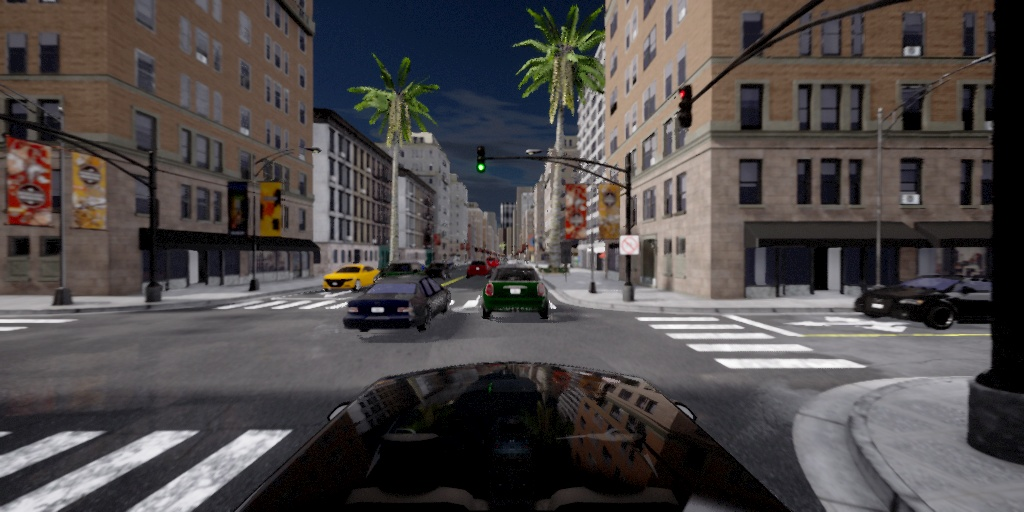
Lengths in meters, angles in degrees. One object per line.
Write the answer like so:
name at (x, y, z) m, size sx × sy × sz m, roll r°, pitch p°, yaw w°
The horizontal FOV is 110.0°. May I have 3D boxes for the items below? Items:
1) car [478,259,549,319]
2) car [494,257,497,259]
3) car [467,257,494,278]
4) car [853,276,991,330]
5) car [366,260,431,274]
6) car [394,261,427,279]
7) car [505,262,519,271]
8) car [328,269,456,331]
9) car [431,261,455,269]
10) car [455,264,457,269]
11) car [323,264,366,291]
car at (0.101, 1.108, 12.993) m, size 2.097 × 1.767 × 4.553 m, roll 0°, pitch 0°, yaw 0°
car at (-3.200, 1.157, 57.465) m, size 2.150 × 2.045 × 5.566 m, roll 0°, pitch 0°, yaw 0°
car at (-3.149, 1.207, 35.228) m, size 2.097 × 1.767 × 4.553 m, roll 0°, pitch 0°, yaw 0°
car at (12.808, 1.291, 10.605) m, size 4.181 × 1.385 × 1.994 m, roll 0°, pitch 0°, yaw 0°
car at (-6.595, 1.156, 21.419) m, size 2.097 × 1.767 × 4.553 m, roll 0°, pitch 0°, yaw 0°
car at (-9.837, 1.326, 35.139) m, size 1.882 × 1.535 × 5.008 m, roll 0°, pitch 0°, yaw 0°
car at (-0.001, 1.520, 52.641) m, size 1.895 × 1.301 × 4.718 m, roll 0°, pitch 0°, yaw 0°
car at (-3.156, 1.299, 10.942) m, size 2.033 × 1.411 × 5.357 m, roll 0°, pitch 0°, yaw 0°
car at (-6.592, 1.345, 31.906) m, size 1.837 × 1.490 × 4.892 m, roll 0°, pitch 0°, yaw 0°
car at (-9.778, 1.484, 55.286) m, size 1.994 × 1.385 × 4.181 m, roll 0°, pitch 0°, yaw 0°
car at (-9.850, 1.282, 22.430) m, size 1.882 × 1.535 × 5.008 m, roll 0°, pitch 0°, yaw 0°
